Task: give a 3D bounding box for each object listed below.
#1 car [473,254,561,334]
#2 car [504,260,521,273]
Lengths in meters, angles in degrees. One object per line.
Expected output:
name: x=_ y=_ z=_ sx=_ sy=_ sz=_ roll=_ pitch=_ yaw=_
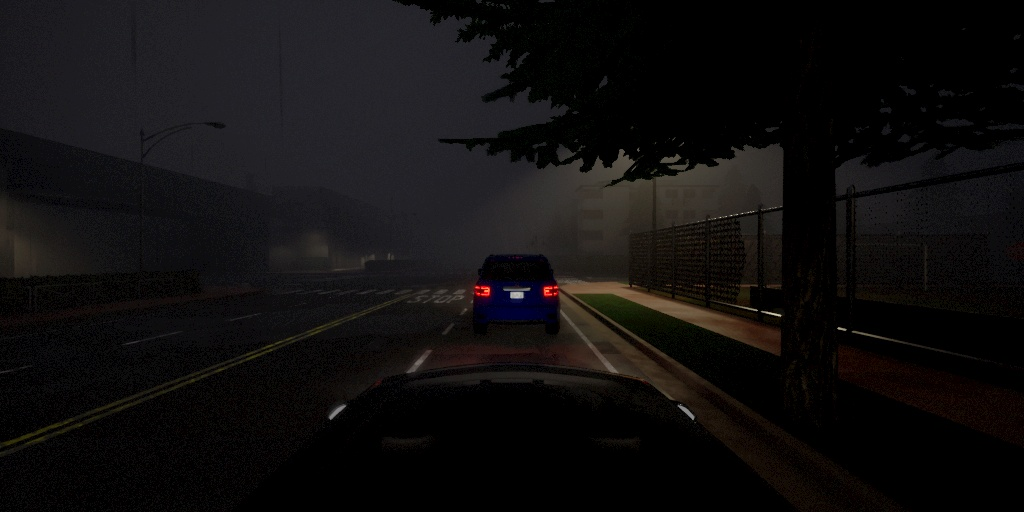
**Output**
car: x=0.115 y=0.972 z=10.738 sx=2.150 sy=2.045 sz=5.566 roll=0 pitch=0 yaw=0
car: x=0.025 y=1.242 z=45.614 sx=2.128 sy=1.511 sz=4.902 roll=0 pitch=0 yaw=0
